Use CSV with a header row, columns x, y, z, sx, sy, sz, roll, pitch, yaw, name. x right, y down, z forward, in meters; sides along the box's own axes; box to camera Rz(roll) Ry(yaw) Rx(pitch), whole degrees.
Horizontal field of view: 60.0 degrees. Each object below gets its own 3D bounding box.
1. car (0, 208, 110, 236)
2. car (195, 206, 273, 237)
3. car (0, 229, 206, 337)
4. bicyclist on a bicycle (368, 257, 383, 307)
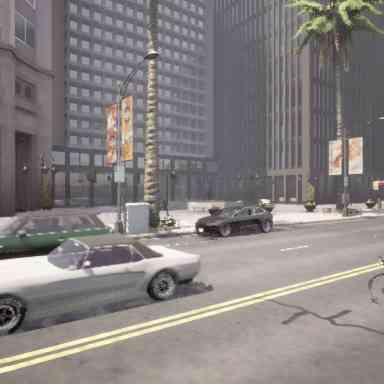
x,y,z,sx,sy,sz,roll,pitch,yaw,name
-4.491,1.352,9.410,4.553,1.767,2.097,0,0,-36,car
2.385,1.513,18.148,4.786,1.482,2.161,0,0,-36,car
-2.196,1.601,6.751,4.718,1.301,1.895,0,0,-36,car
4.039,1.454,6.066,0.582,1.620,1.656,0,-1,-36,bicyclist on a bicycle
